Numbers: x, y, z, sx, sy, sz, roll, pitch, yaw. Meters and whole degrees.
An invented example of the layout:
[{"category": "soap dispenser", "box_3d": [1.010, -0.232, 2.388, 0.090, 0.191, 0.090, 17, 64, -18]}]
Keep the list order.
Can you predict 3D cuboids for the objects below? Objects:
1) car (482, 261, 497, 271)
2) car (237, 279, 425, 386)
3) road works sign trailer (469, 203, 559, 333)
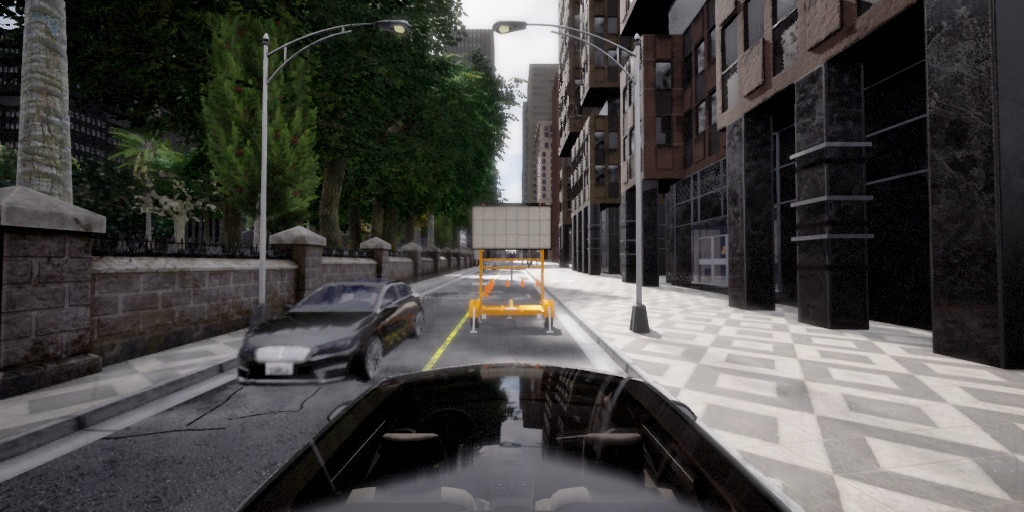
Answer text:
[{"category": "car", "box_3d": [-3.156, 1.329, 50.152, 2.128, 1.511, 4.902, 0, 0, 0]}, {"category": "car", "box_3d": [-3.105, 1.245, 7.233, 2.128, 1.511, 4.902, 0, 0, 0]}, {"category": "road works sign trailer", "box_3d": [-0.009, 0.221, 10.757, 2.380, 3.560, 2.880, 0, 0, 0]}]
